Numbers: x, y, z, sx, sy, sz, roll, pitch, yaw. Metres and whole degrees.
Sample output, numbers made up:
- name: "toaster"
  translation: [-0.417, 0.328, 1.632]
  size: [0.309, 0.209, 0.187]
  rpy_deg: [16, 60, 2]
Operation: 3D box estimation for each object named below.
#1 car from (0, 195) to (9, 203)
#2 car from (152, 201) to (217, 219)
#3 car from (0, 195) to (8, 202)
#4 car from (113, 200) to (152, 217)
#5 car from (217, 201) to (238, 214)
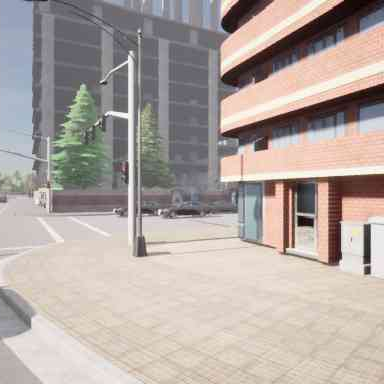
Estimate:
- name: "car"
  translation: [-37.951, 1.595, 66.027]
  size: [1.895, 1.301, 4.718]
  rpy_deg: [0, 0, -27]
- name: "car"
  translation: [-0.644, 1.547, 29.811]
  size: [4.902, 1.511, 2.128]
  rpy_deg: [0, 0, -27]
- name: "car"
  translation: [-42.472, 1.500, 74.885]
  size: [1.837, 1.490, 4.892]
  rpy_deg: [0, 0, -27]
- name: "car"
  translation: [-4.949, 1.547, 31.568]
  size: [4.902, 1.511, 2.128]
  rpy_deg: [0, 0, -27]
- name: "car"
  translation: [3.016, 1.619, 35.566]
  size: [4.181, 1.385, 1.994]
  rpy_deg: [0, 0, -27]
